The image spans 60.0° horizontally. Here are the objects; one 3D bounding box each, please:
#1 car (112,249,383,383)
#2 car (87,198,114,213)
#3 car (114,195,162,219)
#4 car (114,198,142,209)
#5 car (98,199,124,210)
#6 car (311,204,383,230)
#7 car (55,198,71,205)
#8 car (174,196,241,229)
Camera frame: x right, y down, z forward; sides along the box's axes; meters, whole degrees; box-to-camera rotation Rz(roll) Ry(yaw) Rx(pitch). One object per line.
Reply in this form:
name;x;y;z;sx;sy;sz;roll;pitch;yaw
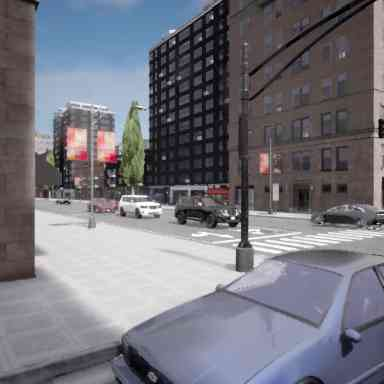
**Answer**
car;1.768;1.546;4.416;5.357;1.411;2.033;0;0;-35
car;-10.595;1.492;38.885;2.097;1.767;4.553;0;0;-36
car;-4.935;1.325;31.034;2.150;2.045;5.566;0;0;-36
car;-9.363;1.672;48.598;2.128;1.511;4.902;0;0;-36
car;-11.205;1.695;45.599;1.812;1.442;4.674;0;-1;-36
car;10.135;1.544;21.614;2.128;1.511;4.902;0;0;-36
car;-25.307;1.857;65.118;1.895;1.301;4.718;0;0;-36
car;0.936;1.286;22.901;2.150;2.045;5.566;0;0;-36
